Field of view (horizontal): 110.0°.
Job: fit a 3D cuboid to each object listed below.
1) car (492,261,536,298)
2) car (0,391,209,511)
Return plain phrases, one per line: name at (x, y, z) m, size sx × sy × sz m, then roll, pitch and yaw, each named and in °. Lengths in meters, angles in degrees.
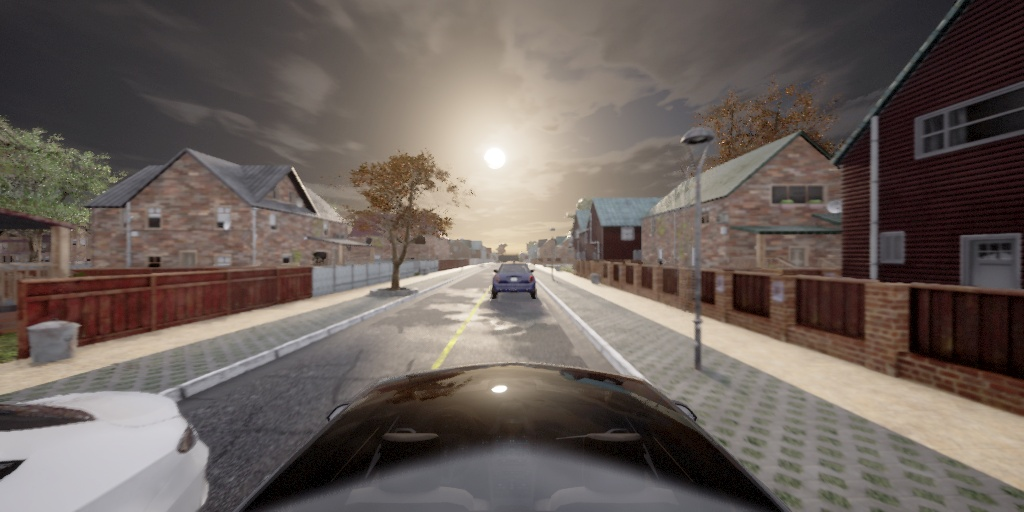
car at (0.095, 1.087, 18.480) m, size 2.097 × 1.767 × 4.553 m, roll 0°, pitch 0°, yaw 0°
car at (-2.749, 1.278, 0.296) m, size 1.812 × 1.442 × 4.674 m, roll 0°, pitch 0°, yaw 0°
